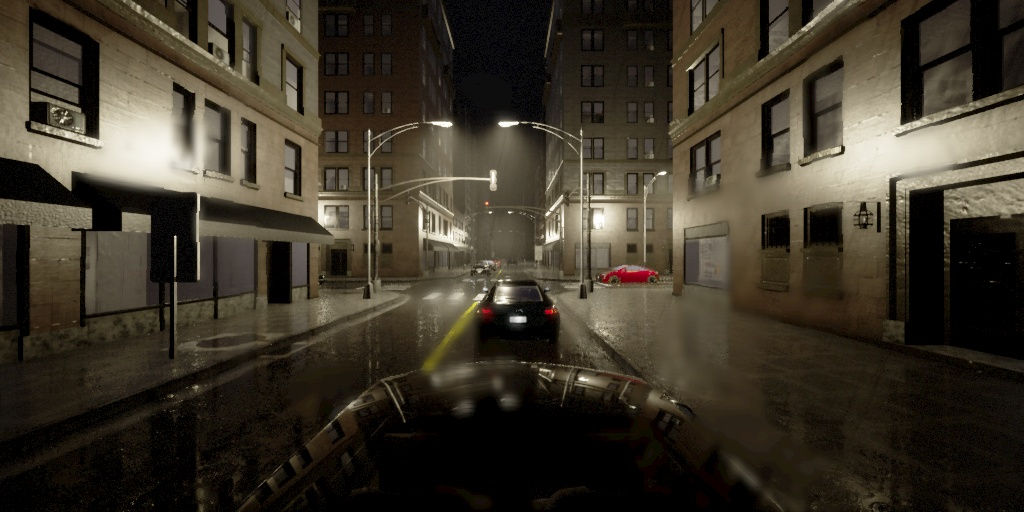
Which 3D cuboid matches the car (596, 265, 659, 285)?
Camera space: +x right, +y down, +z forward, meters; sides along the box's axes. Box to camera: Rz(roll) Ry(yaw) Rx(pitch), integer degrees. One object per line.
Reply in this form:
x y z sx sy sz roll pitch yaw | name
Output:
8.007 1.289 25.052 4.181 1.385 1.994 0 0 -3 | car

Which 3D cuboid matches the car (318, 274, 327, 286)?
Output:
-14.079 1.387 21.971 4.718 1.301 1.895 0 0 0 | car

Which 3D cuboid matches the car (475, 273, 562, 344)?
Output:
0.117 1.314 9.592 1.994 1.385 4.181 0 0 -1 | car

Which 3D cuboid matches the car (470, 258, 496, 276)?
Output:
-3.083 1.240 36.420 2.128 1.511 4.902 0 0 0 | car

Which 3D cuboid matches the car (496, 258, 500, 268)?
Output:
-3.080 1.293 47.494 2.033 1.411 5.357 0 0 0 | car
